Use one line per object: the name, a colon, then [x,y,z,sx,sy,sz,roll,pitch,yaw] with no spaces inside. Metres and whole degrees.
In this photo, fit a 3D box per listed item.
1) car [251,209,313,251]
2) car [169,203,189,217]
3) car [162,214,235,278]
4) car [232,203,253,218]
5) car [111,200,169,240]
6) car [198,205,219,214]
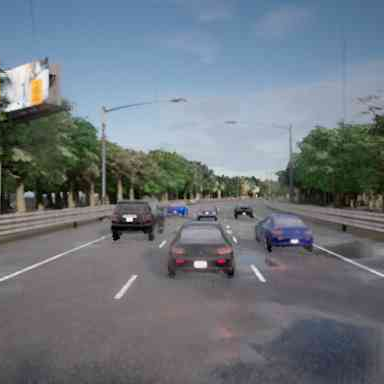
car: [3.980,1.711,14.851,1.812,1.442,4.674,0,0,3]
car: [-1.504,1.934,36.654,1.882,1.535,5.008,0,-1,5]
car: [0.303,1.656,10.529,1.812,1.442,4.674,0,-1,2]
car: [5.390,1.946,35.214,1.837,1.490,4.892,0,-1,5]
car: [-2.852,1.450,18.570,2.150,2.045,5.566,0,-1,3]
car: [1.539,1.942,31.655,2.033,1.411,5.357,0,-1,5]
